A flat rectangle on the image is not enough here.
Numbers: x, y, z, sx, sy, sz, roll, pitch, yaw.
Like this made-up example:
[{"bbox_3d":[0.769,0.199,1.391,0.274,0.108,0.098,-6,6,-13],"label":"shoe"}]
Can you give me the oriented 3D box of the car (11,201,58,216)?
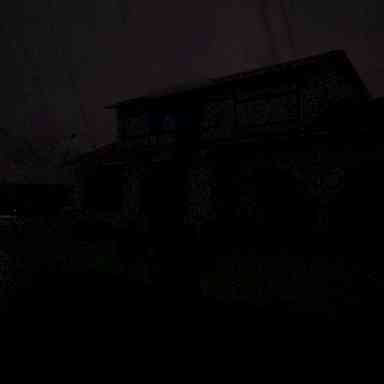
[{"bbox_3d":[-15.554,1.564,33.025,1.994,1.385,4.181,0,0,35],"label":"car"}]
